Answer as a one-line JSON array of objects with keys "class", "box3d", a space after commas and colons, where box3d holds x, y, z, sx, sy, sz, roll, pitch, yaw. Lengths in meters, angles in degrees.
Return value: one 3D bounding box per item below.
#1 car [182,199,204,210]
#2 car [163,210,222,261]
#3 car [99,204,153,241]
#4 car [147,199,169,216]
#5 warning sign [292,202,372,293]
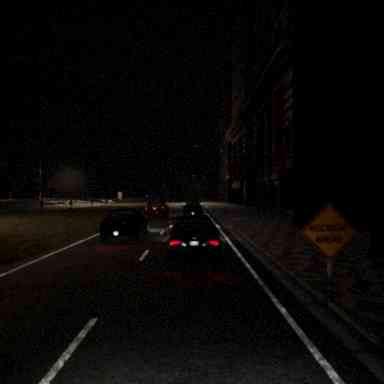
[{"class": "car", "box3d": [0.086, 1.728, 32.940, 1.837, 1.490, 4.892, 0, -1, 0]}, {"class": "car", "box3d": [0.079, 1.620, 12.604, 2.033, 1.411, 5.357, 0, 0, 0]}, {"class": "car", "box3d": [-3.412, 1.608, 17.337, 1.837, 1.490, 4.892, 0, 0, 0]}, {"class": "car", "box3d": [-3.416, 1.572, 32.516, 2.097, 1.767, 4.553, 0, 0, 0]}, {"class": "warning sign", "box3d": [3.045, 1.156, 7.387, 1.300, 1.860, 1.060, 0, -1, 0]}]
